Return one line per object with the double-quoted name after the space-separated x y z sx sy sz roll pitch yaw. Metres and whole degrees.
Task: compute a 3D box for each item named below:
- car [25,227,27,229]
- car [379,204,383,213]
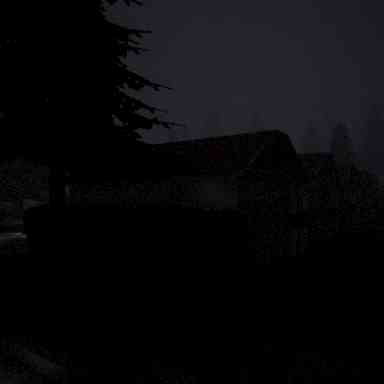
-9.408 1.868 23.729 2.097 1.767 4.553 -1 -1 36 "car"
22.620 2.039 41.475 4.902 1.511 2.128 -1 -1 29 "car"
